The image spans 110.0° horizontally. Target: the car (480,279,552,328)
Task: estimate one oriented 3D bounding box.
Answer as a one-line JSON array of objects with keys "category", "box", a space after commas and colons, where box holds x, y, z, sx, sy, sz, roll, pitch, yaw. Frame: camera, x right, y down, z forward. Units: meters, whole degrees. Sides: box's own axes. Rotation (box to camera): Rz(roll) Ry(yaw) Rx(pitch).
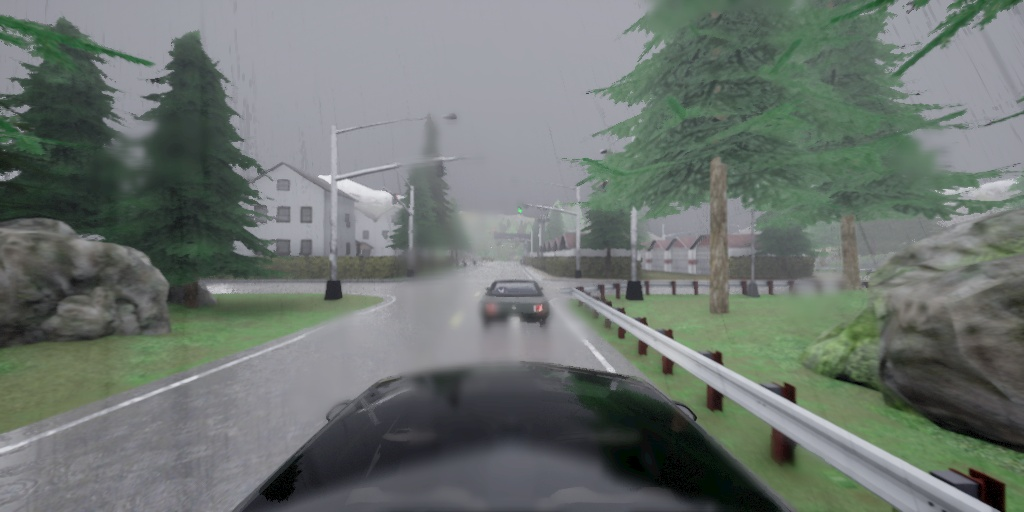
[{"category": "car", "box": [0.104, 1.390, 11.493, 1.895, 1.301, 4.718, 0, 0, 0]}]
